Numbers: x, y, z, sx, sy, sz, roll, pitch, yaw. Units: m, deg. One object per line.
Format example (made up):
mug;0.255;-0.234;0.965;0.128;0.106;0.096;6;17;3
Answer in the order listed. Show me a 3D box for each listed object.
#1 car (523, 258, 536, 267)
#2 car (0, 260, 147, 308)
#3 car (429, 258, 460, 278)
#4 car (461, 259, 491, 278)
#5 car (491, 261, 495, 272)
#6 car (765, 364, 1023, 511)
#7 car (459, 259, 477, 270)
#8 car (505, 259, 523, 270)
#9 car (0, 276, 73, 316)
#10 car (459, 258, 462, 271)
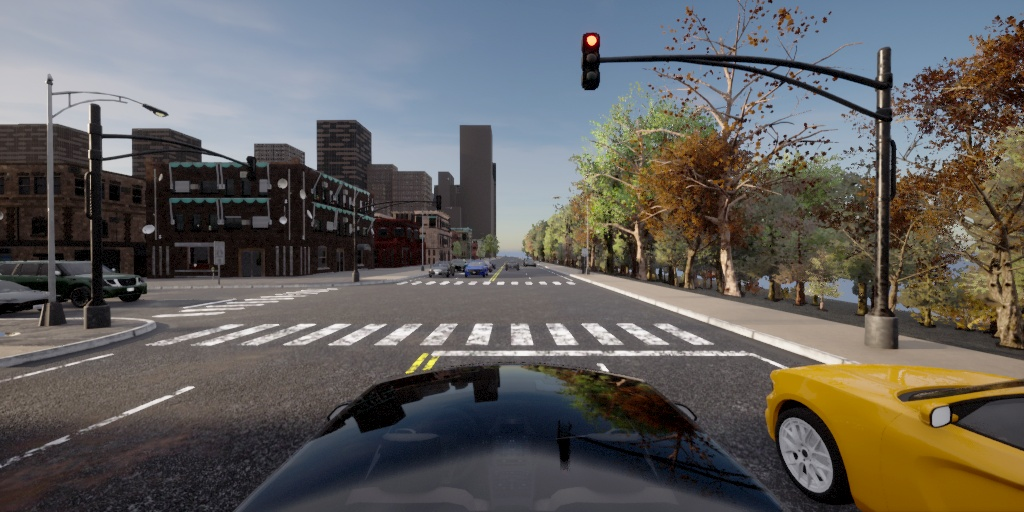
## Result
car;3.272;1.289;64.483;1.994;1.385;4.181;0;0;1
car;-20.012;1.193;16.183;5.566;2.045;2.150;-1;1;0
car;-6.627;1.231;34.287;2.128;1.511;4.902;0;0;0
car;-3.378;1.217;34.679;1.882;1.535;5.008;0;0;0
car;-3.384;1.261;44.076;1.812;1.442;4.674;0;0;0
car;3.351;1.228;1.378;1.882;1.535;5.008;0;0;0
car;-6.636;1.222;54.530;2.128;1.511;4.902;0;0;0
car;0.044;1.222;51.684;2.128;1.511;4.902;0;0;0
car;-19.960;1.564;13.482;4.313;1.339;1.948;0;0;0
car;-6.636;1.087;44.161;2.097;1.767;4.553;0;0;0
